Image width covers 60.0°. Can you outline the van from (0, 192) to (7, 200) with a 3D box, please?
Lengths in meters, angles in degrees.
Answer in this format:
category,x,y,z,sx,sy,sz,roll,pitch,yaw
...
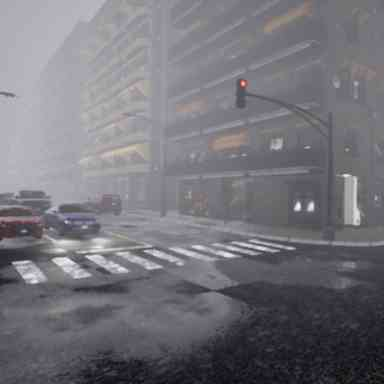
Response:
category,x,y,z,sx,sy,sz,roll,pitch,yaw
van,-14.615,0.899,24.227,1.690,1.788,3.998,3,-1,-36

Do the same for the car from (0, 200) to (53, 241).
category,x,y,z,sx,sy,sz,roll,pitch,yaw
car,-7.989,1.280,15.062,1.887,1.381,4.507,3,-1,-36

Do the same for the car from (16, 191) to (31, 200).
category,x,y,z,sx,sy,sz,roll,pitch,yaw
car,-31.159,0.628,61.359,1.752,1.417,4.829,2,-1,-36

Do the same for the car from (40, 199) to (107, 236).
category,x,y,z,sx,sy,sz,roll,pitch,yaw
car,-6.234,1.304,17.034,1.812,1.442,4.674,1,0,-36

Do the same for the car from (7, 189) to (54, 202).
category,x,y,z,sx,sy,sz,roll,pitch,yaw
car,-12.306,0.837,25.435,2.150,2.045,5.566,1,0,-36

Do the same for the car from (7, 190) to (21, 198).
category,x,y,z,sx,sy,sz,roll,pitch,yaw
car,-37.690,0.368,70.386,1.967,1.590,4.097,2,-1,-36

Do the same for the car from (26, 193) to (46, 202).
category,x,y,z,sx,sy,sz,roll,pitch,yaw
car,-24.427,0.848,52.056,1.947,1.339,4.313,2,-1,-36

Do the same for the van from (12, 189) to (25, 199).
category,x,y,z,sx,sy,sz,roll,pitch,yaw
van,-34.369,0.357,65.804,1.690,1.788,3.998,2,-1,-36

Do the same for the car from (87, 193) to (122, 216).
category,x,y,z,sx,sy,sz,roll,pitch,yaw
car,-7.833,1.042,29.148,2.192,1.841,5.009,2,-1,-36

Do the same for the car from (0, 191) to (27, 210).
category,x,y,z,sx,sy,sz,roll,pitch,yaw
car,-18.315,0.807,33.752,2.097,1.767,4.553,1,0,-36

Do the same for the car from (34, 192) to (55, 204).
category,x,y,z,sx,sy,sz,roll,pitch,yaw
car,-21.105,0.811,47.476,1.967,1.590,4.097,2,-1,-36
